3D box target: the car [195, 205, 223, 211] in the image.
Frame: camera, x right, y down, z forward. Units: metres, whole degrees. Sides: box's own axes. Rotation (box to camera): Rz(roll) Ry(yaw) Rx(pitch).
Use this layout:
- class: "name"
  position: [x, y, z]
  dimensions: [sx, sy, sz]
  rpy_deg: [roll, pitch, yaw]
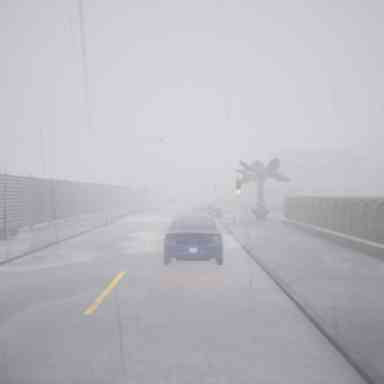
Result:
- class: "car"
  position: [1.211, 1.694, 27.675]
  dimensions: [1.895, 1.301, 4.718]
  rpy_deg: [0, 0, 18]

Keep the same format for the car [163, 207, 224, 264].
- class: "car"
  position: [0.056, 1.519, 12.028]
  dimensions: [1.882, 1.535, 5.008]
  rpy_deg: [0, 0, 1]

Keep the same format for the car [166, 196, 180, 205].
- class: "car"
  position: [-4.003, 1.783, 65.943]
  dimensions: [1.994, 1.385, 4.181]
  rpy_deg: [0, 0, 0]

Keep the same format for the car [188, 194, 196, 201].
- class: "car"
  position: [0.013, 1.539, 90.392]
  dimensions: [2.097, 1.767, 4.553]
  rpy_deg: [0, 0, 0]

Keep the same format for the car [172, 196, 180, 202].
- class: "car"
  position: [-3.988, 1.740, 82.295]
  dimensions: [1.837, 1.490, 4.892]
  rpy_deg: [0, 0, 0]

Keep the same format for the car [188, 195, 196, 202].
- class: "car"
  position: [0.012, 1.815, 80.384]
  dimensions: [1.994, 1.385, 4.181]
  rpy_deg: [0, 0, 0]
